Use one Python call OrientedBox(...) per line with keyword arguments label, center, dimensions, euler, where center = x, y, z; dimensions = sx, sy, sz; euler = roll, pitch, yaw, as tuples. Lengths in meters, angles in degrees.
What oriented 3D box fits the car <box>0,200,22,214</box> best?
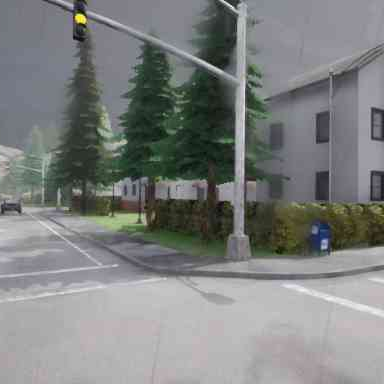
OrientedBox(label="car", center=(-20.474, 1.658, 37.694), dimensions=(1.837, 1.490, 4.892), euler=(1, -1, -32))
